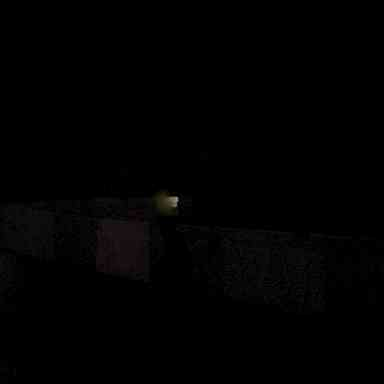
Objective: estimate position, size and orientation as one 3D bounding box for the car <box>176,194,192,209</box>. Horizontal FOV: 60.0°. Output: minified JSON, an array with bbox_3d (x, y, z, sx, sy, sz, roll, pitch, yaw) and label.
[{"bbox_3d":[0.142,1.043,37.808,2.097,1.767,4.553,-3,-1,36],"label":"car"}]
